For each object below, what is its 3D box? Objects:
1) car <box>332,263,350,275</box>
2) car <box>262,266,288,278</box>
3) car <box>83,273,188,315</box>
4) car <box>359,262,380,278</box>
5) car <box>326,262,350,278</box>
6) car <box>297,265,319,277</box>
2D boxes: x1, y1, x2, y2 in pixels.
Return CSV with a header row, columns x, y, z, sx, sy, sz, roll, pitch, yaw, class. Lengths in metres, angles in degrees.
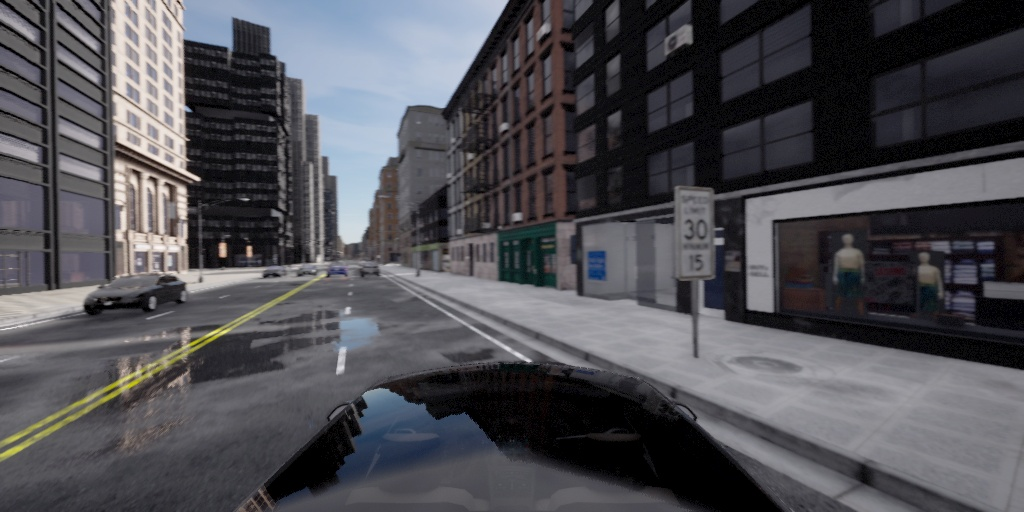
x,y,z,sx,sy,sz,roll,pitch,yaw,class
-23.100,1.698,48.472,1.994,1.385,4.181,-1,0,-24,car
-27.144,1.821,41.241,2.033,1.411,5.357,-1,0,-24,car
-16.059,1.544,15.619,1.837,1.490,4.892,-1,0,-23,car
-15.360,1.493,38.868,2.128,1.511,4.902,-1,0,-24,car
-19.261,1.425,39.670,2.097,1.767,4.553,-1,0,-24,car
-24.166,1.761,42.542,1.994,1.385,4.181,-1,0,-24,car
